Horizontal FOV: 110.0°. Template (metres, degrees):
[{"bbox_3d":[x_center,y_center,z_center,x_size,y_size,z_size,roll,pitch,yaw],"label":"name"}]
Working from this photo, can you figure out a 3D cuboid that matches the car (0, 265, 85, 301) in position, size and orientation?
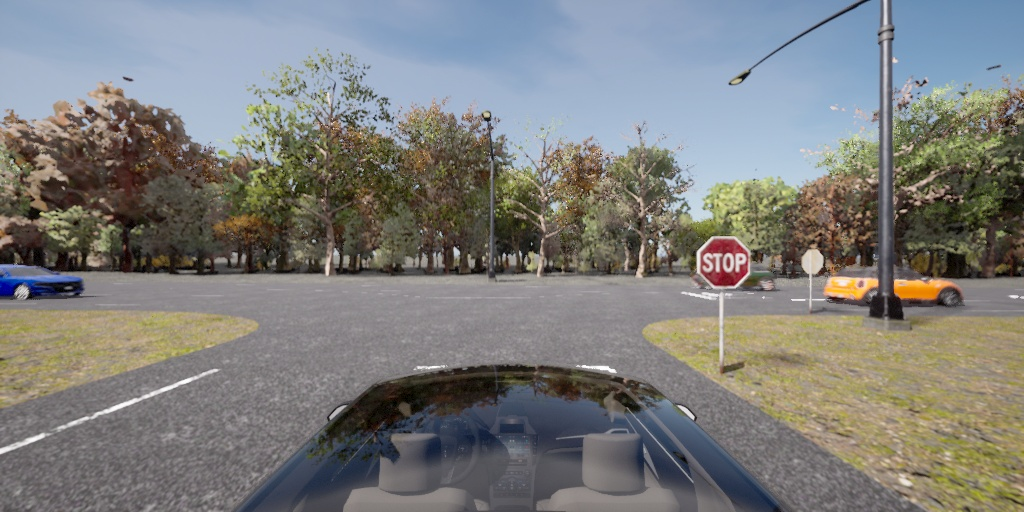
[{"bbox_3d":[-22.701,1.173,16.407,5.008,1.535,1.882,0,0,1],"label":"car"}]

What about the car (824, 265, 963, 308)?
[{"bbox_3d":[16.875,1.274,15.980,4.553,1.767,2.097,0,0,0],"label":"car"}]

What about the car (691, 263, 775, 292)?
[{"bbox_3d":[14.066,1.245,23.001,4.553,1.767,2.097,1,0,1],"label":"car"}]
